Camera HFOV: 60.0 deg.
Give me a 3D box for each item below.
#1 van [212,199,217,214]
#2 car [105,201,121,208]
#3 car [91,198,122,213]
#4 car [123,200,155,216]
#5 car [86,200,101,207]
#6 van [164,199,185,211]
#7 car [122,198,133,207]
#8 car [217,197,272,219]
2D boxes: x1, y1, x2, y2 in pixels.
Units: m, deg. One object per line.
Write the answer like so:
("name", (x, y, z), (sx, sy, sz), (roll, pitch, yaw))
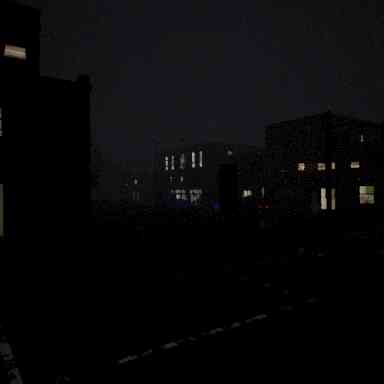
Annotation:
("van", (4.051, 1.706, 39.694), (1.690, 1.788, 3.998), (-2, 0, -36))
("car", (-15.968, 2.431, 67.116), (1.802, 1.307, 4.206), (-2, 0, -36))
("car", (-12.728, 2.000, 48.516), (2.192, 1.841, 5.009), (-2, 0, -36))
("car", (-5.947, 2.047, 39.239), (1.752, 1.417, 4.829), (-2, 0, -36))
("car", (-22.644, 2.594, 76.257), (1.802, 1.307, 4.206), (-2, 0, -36))
("van", (-2.624, 1.867, 48.834), (1.690, 1.788, 3.998), (-2, 0, -36))
("car", (-12.638, 2.084, 62.546), (2.192, 1.841, 5.009), (-2, 0, -36))
("car", (5.451, 1.526, 33.437), (2.150, 2.045, 5.566), (-1, 0, -36))
